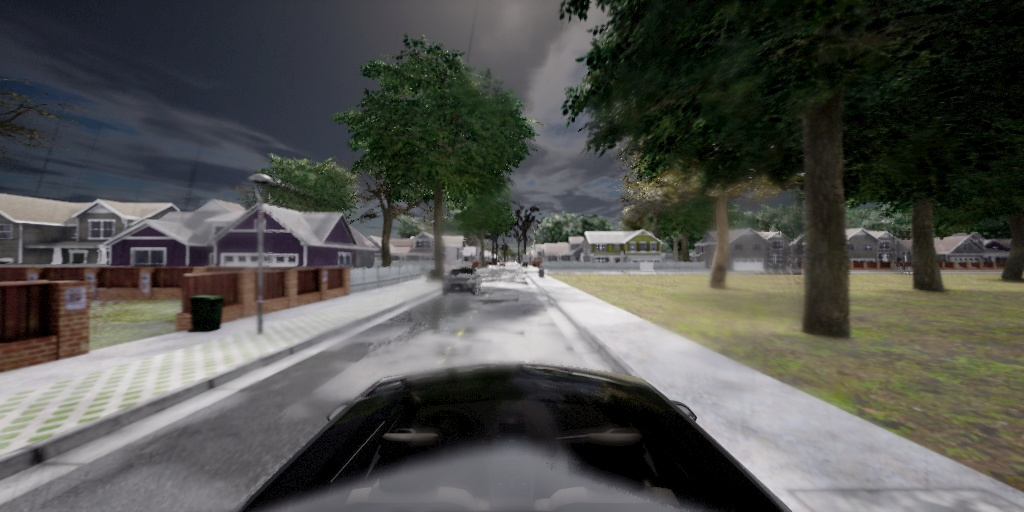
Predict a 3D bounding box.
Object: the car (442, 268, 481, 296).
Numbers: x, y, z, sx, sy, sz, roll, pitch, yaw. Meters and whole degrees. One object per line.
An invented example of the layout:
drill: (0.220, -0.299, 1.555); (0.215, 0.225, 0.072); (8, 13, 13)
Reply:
car: (-2.848, 1.452, 21.021); (1.837, 1.490, 4.892); (0, -1, 0)
